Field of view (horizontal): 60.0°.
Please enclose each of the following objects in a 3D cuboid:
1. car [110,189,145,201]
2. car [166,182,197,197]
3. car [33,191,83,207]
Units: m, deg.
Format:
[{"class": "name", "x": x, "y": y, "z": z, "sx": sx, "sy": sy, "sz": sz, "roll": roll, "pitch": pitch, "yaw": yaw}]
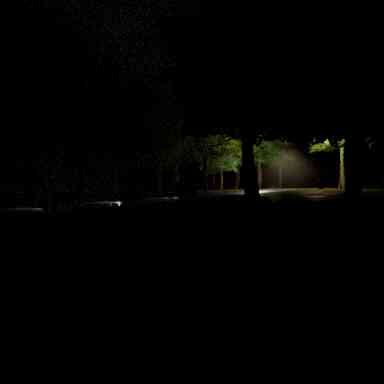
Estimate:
[{"class": "car", "x": -7.888, "y": 0.324, "z": 41.023, "sx": 1.812, "sy": 1.442, "sz": 4.674, "roll": -1, "pitch": 2, "yaw": 37}, {"class": "car", "x": -1.461, "y": -0.383, "z": 49.374, "sx": 2.150, "sy": 2.045, "sz": 5.566, "roll": -1, "pitch": 2, "yaw": 37}, {"class": "car", "x": -13.513, "y": 0.666, "z": 33.731, "sx": 1.837, "sy": 1.490, "sz": 4.892, "roll": -1, "pitch": 2, "yaw": 38}]
